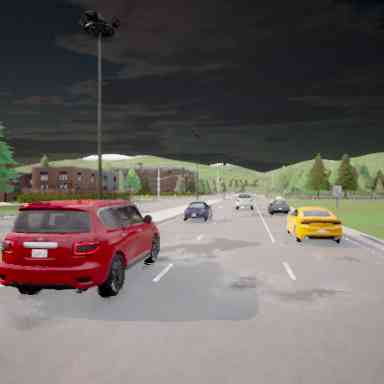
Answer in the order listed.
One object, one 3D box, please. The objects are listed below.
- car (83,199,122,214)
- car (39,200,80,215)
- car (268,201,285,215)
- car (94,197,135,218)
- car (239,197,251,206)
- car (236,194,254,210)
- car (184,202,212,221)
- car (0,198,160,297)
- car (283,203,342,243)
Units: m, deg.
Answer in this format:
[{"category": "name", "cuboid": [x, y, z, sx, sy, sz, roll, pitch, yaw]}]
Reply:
[{"category": "car", "cuboid": [-9.699, 1.557, 36.542, 2.033, 1.411, 5.357, 0, 0, 10]}, {"category": "car", "cuboid": [-13.618, 1.573, 34.409, 1.994, 1.385, 4.181, 0, 0, 10]}, {"category": "car", "cuboid": [8.777, 1.573, 33.696, 1.994, 1.385, 4.181, 0, 0, 10]}, {"category": "car", "cuboid": [-7.111, 1.360, 30.949, 2.097, 1.767, 4.553, 0, 0, 10]}, {"category": "car", "cuboid": [8.775, 1.580, 54.981, 1.994, 1.385, 4.181, 0, 0, 10]}, {"category": "car", "cuboid": [6.877, 1.235, 43.330, 2.150, 2.045, 5.566, 0, 0, 10]}, {"category": "car", "cuboid": [0.547, 1.533, 27.086, 1.812, 1.442, 4.674, 0, 0, 10]}, {"category": "car", "cuboid": [-2.442, 1.224, 8.798, 2.150, 2.045, 5.566, 0, 0, 8]}, {"category": "car", "cuboid": [5.824, 1.482, 16.289, 1.882, 1.535, 5.008, 0, 0, 9]}]
